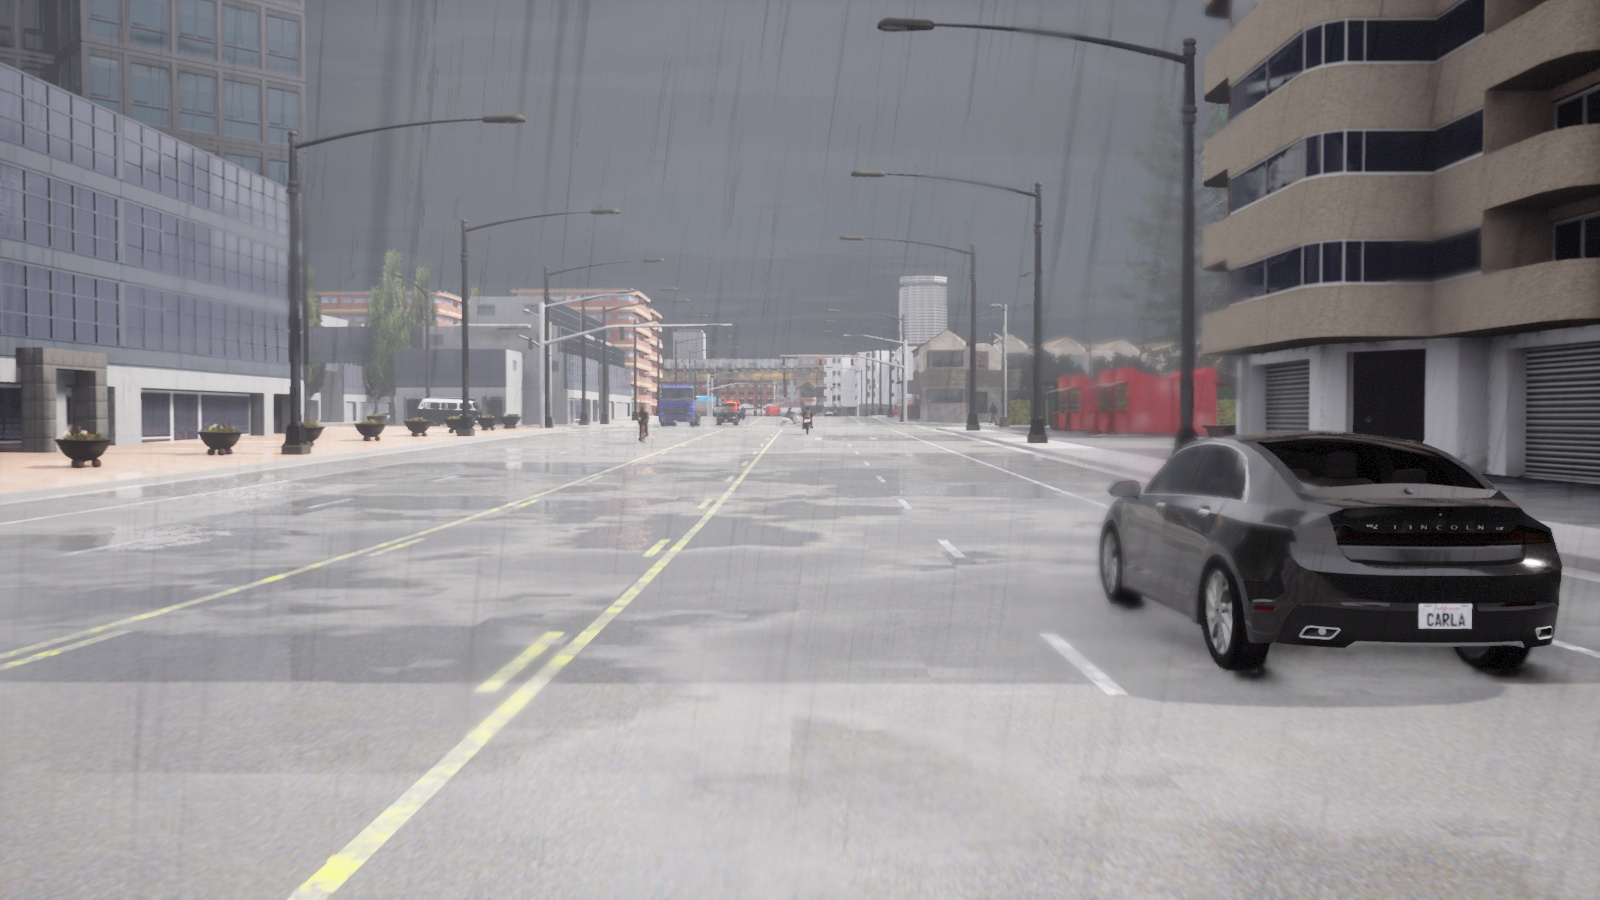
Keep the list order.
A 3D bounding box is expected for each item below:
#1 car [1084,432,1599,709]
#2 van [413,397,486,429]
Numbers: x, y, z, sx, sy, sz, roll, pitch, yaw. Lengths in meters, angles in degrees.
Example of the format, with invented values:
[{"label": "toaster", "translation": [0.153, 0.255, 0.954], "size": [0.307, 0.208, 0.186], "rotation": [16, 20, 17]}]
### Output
[{"label": "car", "translation": [3.569, 0.629, 9.335], "size": [1.837, 1.490, 4.892], "rotation": [0, 1, 0]}, {"label": "van", "translation": [-24.441, -2.566, 87.665], "size": [4.480, 2.038, 2.069], "rotation": [2, 2, 1]}]
